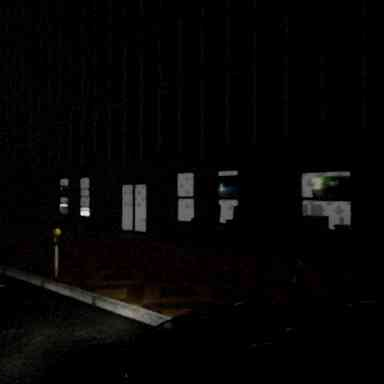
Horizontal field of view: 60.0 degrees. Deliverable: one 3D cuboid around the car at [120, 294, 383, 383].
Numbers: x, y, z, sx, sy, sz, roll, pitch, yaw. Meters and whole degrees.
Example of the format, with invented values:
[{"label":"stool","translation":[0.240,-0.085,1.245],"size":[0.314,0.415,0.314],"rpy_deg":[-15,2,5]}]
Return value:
[{"label":"car","translation":[1.586,1.501,2.229],"size":[5.008,1.535,1.882],"rpy_deg":[0,0,38]}]
